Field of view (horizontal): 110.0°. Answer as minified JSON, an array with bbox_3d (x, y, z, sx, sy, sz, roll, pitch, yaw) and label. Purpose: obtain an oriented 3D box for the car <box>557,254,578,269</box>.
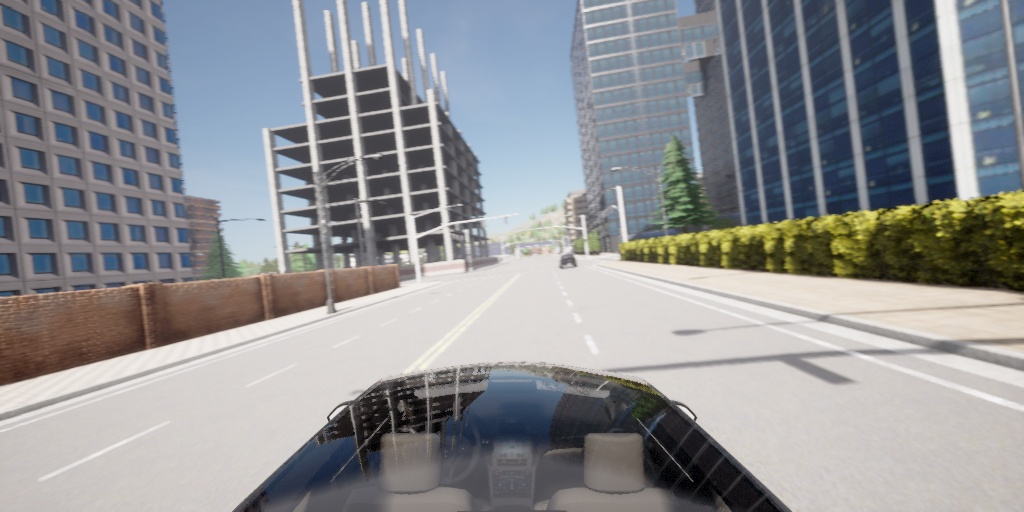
[{"bbox_3d":[6.233,0.538,40.252,1.837,1.490,4.892,-7,0,5],"label":"car"}]
